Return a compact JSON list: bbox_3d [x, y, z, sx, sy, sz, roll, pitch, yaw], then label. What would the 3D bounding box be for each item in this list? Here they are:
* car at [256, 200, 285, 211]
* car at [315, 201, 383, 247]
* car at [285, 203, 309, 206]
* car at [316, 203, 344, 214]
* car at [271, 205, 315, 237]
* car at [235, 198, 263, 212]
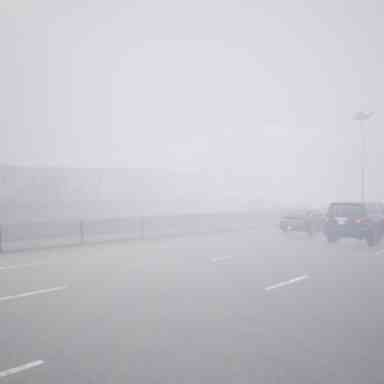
[{"bbox_3d":[12.125,2.248,48.677,5.357,1.411,2.033,1,-1,-43],"label":"car"},{"bbox_3d":[8.647,1.466,16.659,5.566,2.045,2.150,1,-1,-42],"label":"car"},{"bbox_3d":[15.467,2.242,47.084,4.181,1.385,1.994,1,-1,-44],"label":"car"},{"bbox_3d":[18.910,2.222,45.549,4.181,1.385,1.994,1,-1,-44],"label":"car"},{"bbox_3d":[7.183,1.783,20.060,4.902,1.511,2.128,1,-1,-42],"label":"car"},{"bbox_3d":[8.851,1.944,50.418,5.566,2.045,2.150,0,-1,-43],"label":"car"}]
